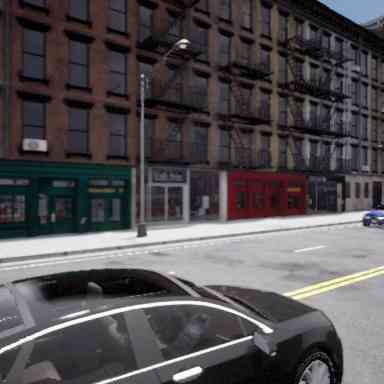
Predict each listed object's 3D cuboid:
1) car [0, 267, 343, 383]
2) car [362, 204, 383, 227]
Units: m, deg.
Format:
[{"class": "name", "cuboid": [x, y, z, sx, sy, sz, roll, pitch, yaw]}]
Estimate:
[{"class": "car", "cuboid": [-0.569, 1.499, 3.032, 4.892, 1.490, 1.837, -1, 0, -35]}, {"class": "car", "cuboid": [12.372, 1.413, 20.479, 4.674, 1.442, 1.812, 0, 0, -35]}]
